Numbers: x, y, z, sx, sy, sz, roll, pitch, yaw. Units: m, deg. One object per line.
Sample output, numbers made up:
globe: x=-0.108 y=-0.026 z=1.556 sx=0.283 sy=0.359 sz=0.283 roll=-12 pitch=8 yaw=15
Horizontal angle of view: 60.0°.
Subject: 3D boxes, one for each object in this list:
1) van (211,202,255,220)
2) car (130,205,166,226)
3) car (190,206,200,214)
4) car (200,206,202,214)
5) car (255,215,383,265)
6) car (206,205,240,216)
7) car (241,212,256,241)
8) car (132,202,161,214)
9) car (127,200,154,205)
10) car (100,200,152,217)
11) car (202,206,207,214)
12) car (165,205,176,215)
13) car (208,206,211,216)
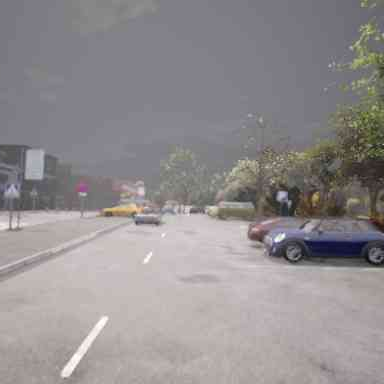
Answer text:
van: x=4.735 y=2.152 z=37.103 sx=4.442 sy=1.987 sz=1.878 roll=2 pitch=-2 yaw=-1
car: x=-3.488 y=2.018 z=27.215 sx=1.895 sy=1.301 sz=4.718 roll=2 pitch=-1 yaw=-1
car: x=1.395 y=3.383 z=62.388 sx=1.837 sy=1.490 sz=4.892 roll=-3 pitch=-5 yaw=29
car: x=4.616 y=2.767 z=53.728 sx=5.566 sy=2.045 sz=2.435 roll=2 pitch=-3 yaw=-1
car: x=5.118 y=1.756 z=13.141 sx=4.553 sy=1.767 sz=2.185 roll=2 pitch=-1 yaw=0
car: x=4.674 y=2.901 z=51.051 sx=4.892 sy=1.521 sz=2.231 roll=2 pitch=-3 yaw=-1
car: x=5.036 y=1.969 z=16.308 sx=4.674 sy=1.452 sz=2.002 roll=2 pitch=-1 yaw=-1
car: x=-7.624 y=2.660 z=55.711 sx=4.553 sy=1.767 sz=2.185 roll=2 pitch=-3 yaw=-1
car: x=-7.421 y=2.042 z=40.543 sx=4.553 sy=1.767 sz=2.185 roll=2 pitch=-2 yaw=-1
car: x=-7.609 y=2.065 z=37.620 sx=5.366 sy=1.575 sz=1.946 roll=2 pitch=-2 yaw=-1
car: x=4.702 y=2.527 z=48.272 sx=5.566 sy=2.045 sz=2.435 roll=2 pitch=-3 yaw=-1
car: x=-3.716 y=2.793 z=52.585 sx=1.812 sy=1.442 sz=4.674 roll=2 pitch=-3 yaw=0
car: x=5.001 y=2.472 z=39.892 sx=5.366 sy=1.575 sz=1.946 roll=2 pitch=-2 yaw=-1
